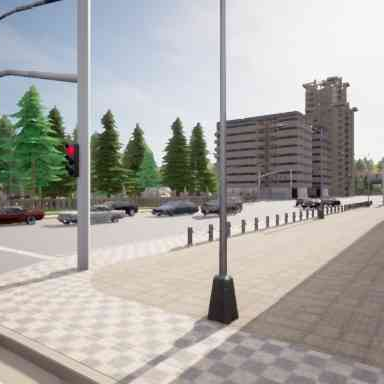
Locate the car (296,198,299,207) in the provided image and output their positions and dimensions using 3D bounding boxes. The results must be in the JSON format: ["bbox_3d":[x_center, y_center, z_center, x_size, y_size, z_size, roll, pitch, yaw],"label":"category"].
[{"bbox_3d":[17.787,1.500,52.288,1.837,1.490,4.892,0,-1,35],"label":"car"}]

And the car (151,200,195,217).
[{"bbox_3d":[-1.502,1.547,31.563,2.033,1.411,5.357,0,0,36],"label":"car"}]

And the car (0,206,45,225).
[{"bbox_3d":[-12.527,1.601,22.200,1.895,1.301,4.718,0,0,37],"label":"car"}]

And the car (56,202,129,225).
[{"bbox_3d":[-7.103,1.601,23.703,1.895,1.301,4.718,0,0,35],"label":"car"}]

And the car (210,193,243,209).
[{"bbox_3d":[4.951,1.221,46.594,2.150,2.045,5.566,0,0,36],"label":"car"}]

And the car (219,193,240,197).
[{"bbox_3d":[4.304,1.352,39.699,2.097,1.767,4.553,0,0,36],"label":"car"}]

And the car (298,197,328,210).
[{"bbox_3d":[15.998,1.601,43.741,1.895,1.301,4.718,0,0,35],"label":"car"}]

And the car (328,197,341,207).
[{"bbox_3d":[21.529,1.547,51.572,2.033,1.411,5.357,0,0,38],"label":"car"}]

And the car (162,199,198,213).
[{"bbox_3d":[-1.298,1.564,37.891,1.994,1.385,4.181,0,0,35],"label":"car"}]

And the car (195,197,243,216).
[{"bbox_3d":[2.776,1.491,31.199,2.128,1.511,4.902,0,0,35],"label":"car"}]

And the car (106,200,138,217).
[{"bbox_3d":[-7.044,1.478,29.821,1.882,1.535,5.008,0,0,36],"label":"car"}]
